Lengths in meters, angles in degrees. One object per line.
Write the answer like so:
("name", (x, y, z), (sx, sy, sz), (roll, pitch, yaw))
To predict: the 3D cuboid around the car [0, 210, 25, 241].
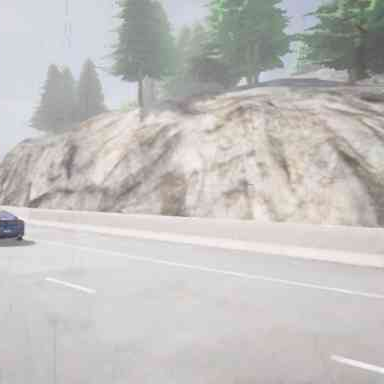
("car", (-10.210, 1.632, 16.782), (5.008, 1.535, 1.882), (0, 0, 42))
